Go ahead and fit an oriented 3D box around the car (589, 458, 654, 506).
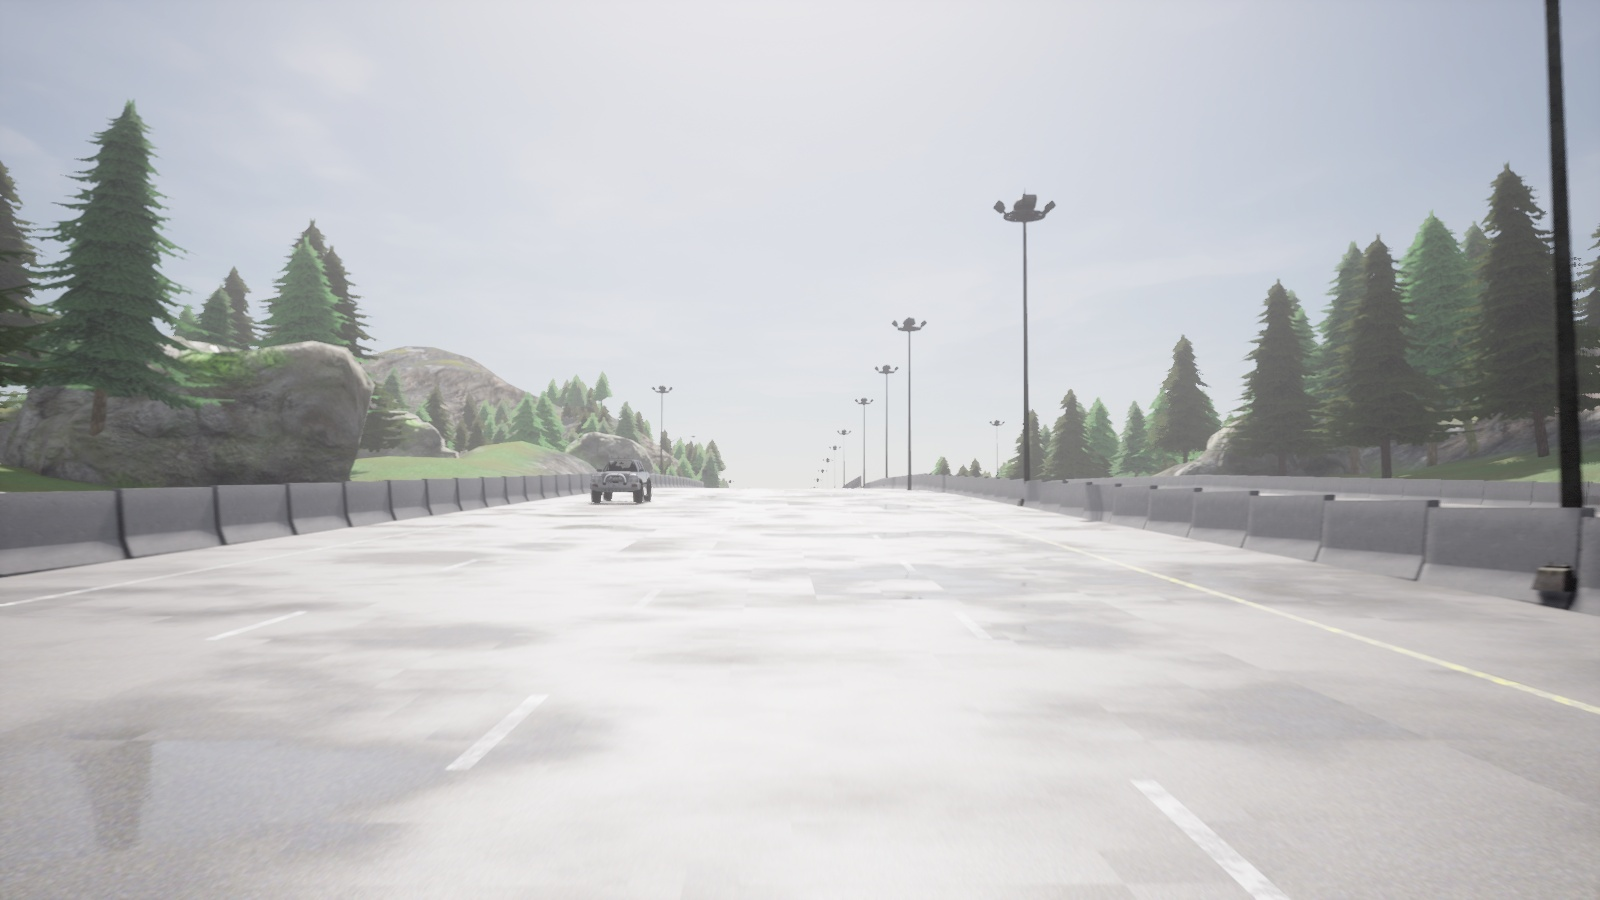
[{"bbox_3d":[-7.125,1.248,50.538,1.932,1.855,4.605,0,-1,0],"label":"car"}]
